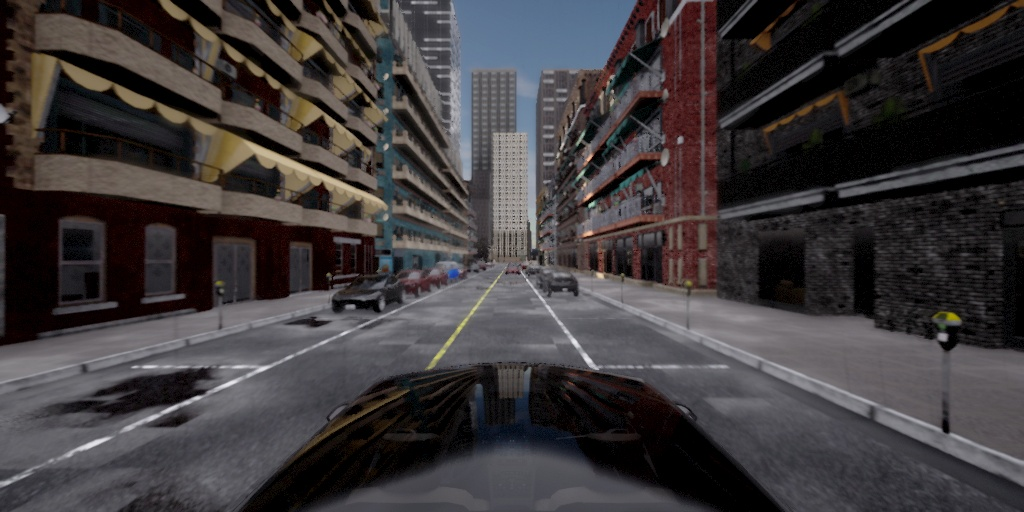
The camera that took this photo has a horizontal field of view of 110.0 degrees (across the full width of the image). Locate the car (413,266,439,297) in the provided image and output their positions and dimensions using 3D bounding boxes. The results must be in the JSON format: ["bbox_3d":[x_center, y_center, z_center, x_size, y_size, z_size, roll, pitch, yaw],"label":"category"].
[{"bbox_3d":[-5.693,1.487,20.338,1.888,1.381,4.507,0,0,0],"label":"car"}]

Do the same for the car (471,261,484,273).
[{"bbox_3d":[-5.696,1.858,53.477,1.948,1.339,4.313,0,0,0],"label":"car"}]

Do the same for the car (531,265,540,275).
[{"bbox_3d":[2.687,1.551,25.848,2.007,1.370,4.403,0,0,0],"label":"car"}]

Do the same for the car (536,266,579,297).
[{"bbox_3d":[2.687,1.493,20.325,2.007,1.370,4.403,0,0,0],"label":"car"}]

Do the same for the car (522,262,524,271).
[{"bbox_3d":[2.686,1.759,48.111,1.751,1.417,4.829,0,0,0],"label":"car"}]

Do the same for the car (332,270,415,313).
[{"bbox_3d":[-5.693,1.451,14.814,1.948,1.339,4.313,0,0,0],"label":"car"}]

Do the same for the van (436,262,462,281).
[{"bbox_3d":[-5.695,1.399,31.385,1.690,1.789,3.998,0,0,0],"label":"van"}]

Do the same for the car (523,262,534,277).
[{"bbox_3d":[2.686,1.725,42.418,2.007,1.370,4.403,0,0,0],"label":"car"}]

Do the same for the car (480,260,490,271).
[{"bbox_3d":[-5.697,1.726,64.522,2.192,1.841,5.009,0,0,0],"label":"car"}]

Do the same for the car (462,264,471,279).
[{"bbox_3d":[-5.695,1.556,36.908,1.967,1.591,4.097,0,0,0],"label":"car"}]

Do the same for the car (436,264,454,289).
[{"bbox_3d":[-5.694,1.545,25.862,1.888,1.381,4.507,0,0,0],"label":"car"}]

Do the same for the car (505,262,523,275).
[{"bbox_3d":[0.096,1.807,48.863,1.994,1.385,4.181,0,-1,0],"label":"car"}]
